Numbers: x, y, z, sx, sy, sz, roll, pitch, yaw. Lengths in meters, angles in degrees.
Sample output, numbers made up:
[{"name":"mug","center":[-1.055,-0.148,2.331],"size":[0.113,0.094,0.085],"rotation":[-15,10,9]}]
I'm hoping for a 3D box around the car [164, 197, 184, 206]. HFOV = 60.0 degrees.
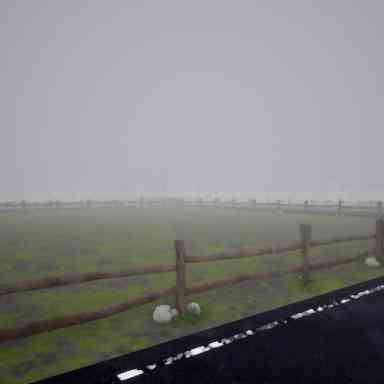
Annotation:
[{"name":"car","center":[-3.319,1.709,60.895],"size":[1.882,1.535,5.008],"rotation":[0,0,-35]}]
